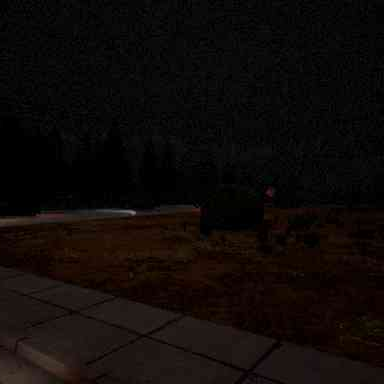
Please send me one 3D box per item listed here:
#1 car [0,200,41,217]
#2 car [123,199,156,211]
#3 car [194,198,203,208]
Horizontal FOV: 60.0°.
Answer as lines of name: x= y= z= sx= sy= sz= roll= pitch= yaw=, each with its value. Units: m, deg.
car: x=-15.854 y=1.504 z=29.047 sx=1.882 sy=1.535 sz=5.008 roll=0 pitch=0 yaw=36
car: x=-6.481 y=1.552 z=41.703 sx=1.812 sy=1.442 sz=4.674 roll=0 pitch=0 yaw=36
car: x=2.195 y=1.532 z=47.239 sx=1.837 sy=1.490 sz=4.892 roll=0 pitch=0 yaw=36
